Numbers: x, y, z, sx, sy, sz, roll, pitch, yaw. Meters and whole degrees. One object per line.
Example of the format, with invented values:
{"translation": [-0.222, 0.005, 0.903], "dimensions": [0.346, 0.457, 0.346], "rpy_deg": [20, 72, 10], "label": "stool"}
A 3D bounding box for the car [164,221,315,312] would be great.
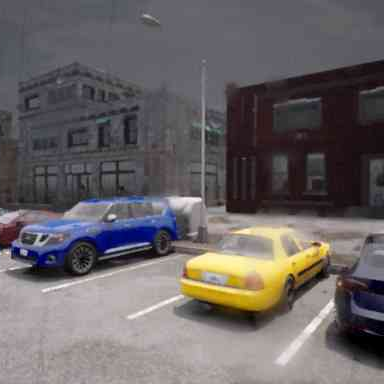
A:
{"translation": [1.870, 1.471, 7.847], "dimensions": [1.946, 1.575, 5.366], "rpy_deg": [0, 0, 35], "label": "car"}

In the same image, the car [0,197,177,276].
{"translation": [-2.744, 1.215, 10.870], "dimensions": [2.435, 2.045, 5.566], "rpy_deg": [0, 0, 35], "label": "car"}

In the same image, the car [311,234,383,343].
{"translation": [4.026, 1.510, 6.119], "dimensions": [2.163, 1.488, 4.792], "rpy_deg": [0, 0, 35], "label": "car"}
